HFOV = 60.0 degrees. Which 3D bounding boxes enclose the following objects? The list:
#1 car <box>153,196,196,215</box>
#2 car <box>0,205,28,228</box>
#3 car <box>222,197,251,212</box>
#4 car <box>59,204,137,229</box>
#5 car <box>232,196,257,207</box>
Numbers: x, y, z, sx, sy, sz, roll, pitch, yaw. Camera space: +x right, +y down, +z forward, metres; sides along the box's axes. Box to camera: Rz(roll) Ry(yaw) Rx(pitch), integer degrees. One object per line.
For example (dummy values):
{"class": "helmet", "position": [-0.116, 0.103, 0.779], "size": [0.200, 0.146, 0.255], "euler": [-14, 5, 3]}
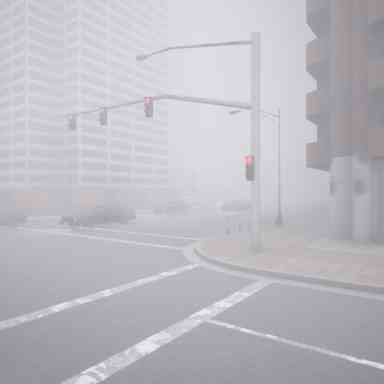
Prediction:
{"class": "car", "position": [-1.969, 1.501, 34.256], "size": [1.837, 1.490, 4.892], "euler": [0, 0, 35]}
{"class": "car", "position": [-12.576, 1.522, 20.268], "size": [4.674, 1.442, 1.812], "euler": [0, 0, -44]}
{"class": "car", "position": [5.090, 1.561, 38.179], "size": [1.994, 1.385, 4.181], "euler": [0, 0, 35]}
{"class": "car", "position": [-6.092, 1.545, 22.317], "size": [2.033, 1.411, 5.357], "euler": [0, 0, 35]}
{"class": "car", "position": [7.592, 1.355, 47.696], "size": [1.994, 1.385, 4.181], "euler": [0, 0, 35]}
